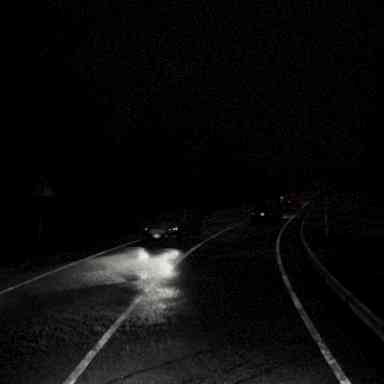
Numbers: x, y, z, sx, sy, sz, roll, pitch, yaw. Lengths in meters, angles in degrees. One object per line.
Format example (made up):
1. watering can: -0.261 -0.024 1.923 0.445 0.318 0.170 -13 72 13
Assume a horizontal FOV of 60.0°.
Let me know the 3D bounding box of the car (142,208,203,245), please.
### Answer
1. car: -0.806 1.558 16.086 2.128 1.511 4.902 -1 0 16

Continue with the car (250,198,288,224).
1. car: 5.544 1.465 24.364 2.033 1.411 5.357 -2 1 21

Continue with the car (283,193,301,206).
1. car: 12.385 0.895 41.390 1.882 1.535 5.008 -2 1 22
